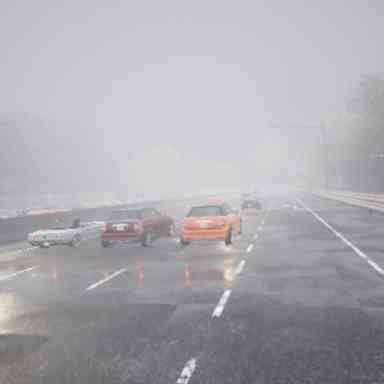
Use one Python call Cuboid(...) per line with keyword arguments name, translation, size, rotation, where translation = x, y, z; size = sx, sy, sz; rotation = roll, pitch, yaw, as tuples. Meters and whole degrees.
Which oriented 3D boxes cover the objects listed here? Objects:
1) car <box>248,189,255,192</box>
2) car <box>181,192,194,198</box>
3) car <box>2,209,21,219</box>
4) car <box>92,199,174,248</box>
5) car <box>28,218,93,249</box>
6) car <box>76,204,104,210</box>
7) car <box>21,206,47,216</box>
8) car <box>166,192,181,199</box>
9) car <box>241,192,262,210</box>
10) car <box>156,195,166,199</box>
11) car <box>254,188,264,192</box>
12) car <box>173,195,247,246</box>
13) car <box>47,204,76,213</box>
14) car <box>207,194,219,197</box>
Cuboid(name="car", translation=(10.435, 0.718, 63.722), size=(1.882, 1.535, 5.008), rotation=(-4, 0, 15))
Cuboid(name="car", translation=(-0.268, 1.084, 77.827), size=(2.128, 1.511, 4.902), rotation=(-4, 0, 15))
Cuboid(name="car", translation=(-21.018, 2.786, 41.033), size=(2.128, 1.511, 4.902), rotation=(-4, 0, 16))
Cuboid(name="car", translation=(-2.416, 1.483, 15.809), size=(2.097, 1.767, 4.553), rotation=(-4, 0, 15))
Cuboid(name="car", translation=(-5.786, 1.949, 16.671), size=(1.895, 1.301, 4.718), rotation=(-4, 0, 15))
Cuboid(name="car", translation=(-10.896, 2.172, 38.343), size=(1.812, 1.442, 4.674), rotation=(-4, 0, 15))
Cuboid(name="car", translation=(-17.672, 2.432, 40.065), size=(2.097, 1.767, 4.553), rotation=(-4, 0, 15))
Cuboid(name="car", translation=(-3.668, 1.001, 78.706), size=(2.150, 2.045, 5.566), rotation=(-4, 0, 15))
Cuboid(name="car", translation=(6.081, 1.086, 33.970), size=(1.812, 1.442, 4.674), rotation=(-4, 0, 15))
Cuboid(name="car", translation=(-7.017, 1.345, 79.672), size=(2.097, 1.767, 4.553), rotation=(-4, 0, 15))
Cuboid(name="car", translation=(18.104, -0.067, 92.381), size=(2.150, 2.045, 5.566), rotation=(-4, 0, 15))
Cuboid(name="car", translation=(0.999, 1.265, 15.053), size=(2.097, 1.767, 4.553), rotation=(-4, 0, 15))
Cuboid(name="car", translation=(-14.306, 2.217, 39.144), size=(2.097, 1.767, 4.553), rotation=(-4, 0, 15))
Cuboid(name="car", translation=(3.380, 1.062, 50.916), size=(2.097, 1.767, 4.553), rotation=(-4, 0, 15))
